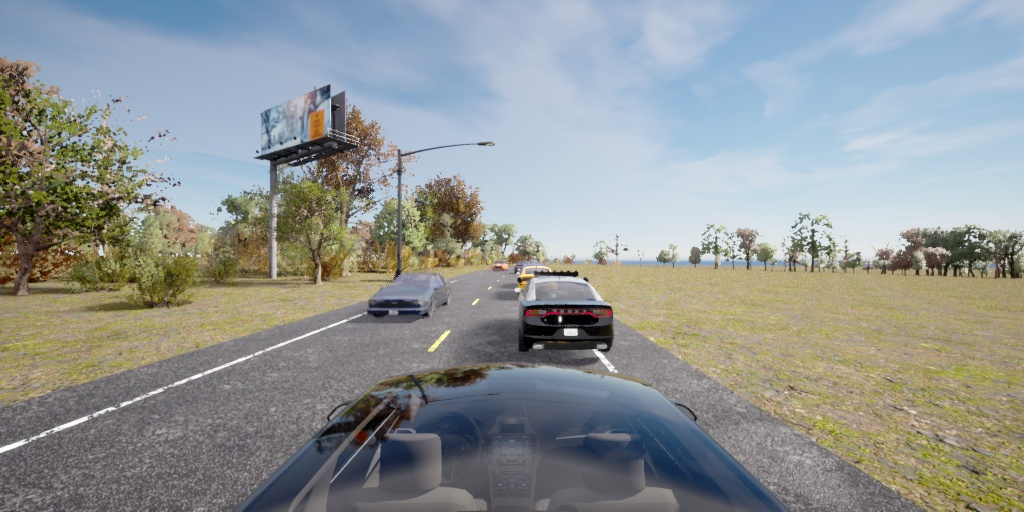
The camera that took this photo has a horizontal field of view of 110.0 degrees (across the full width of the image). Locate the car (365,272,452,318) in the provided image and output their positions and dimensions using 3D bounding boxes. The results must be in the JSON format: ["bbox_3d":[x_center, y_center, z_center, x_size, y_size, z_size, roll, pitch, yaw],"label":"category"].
[{"bbox_3d":[-3.484,1.317,13.313,2.033,1.411,5.357,0,0,1],"label":"car"}]

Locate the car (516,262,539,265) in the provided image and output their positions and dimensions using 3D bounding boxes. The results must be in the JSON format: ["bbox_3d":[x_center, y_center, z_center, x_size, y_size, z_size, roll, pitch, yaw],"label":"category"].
[{"bbox_3d":[1.263,1.267,18.934,1.882,1.535,5.008,0,0,1],"label":"car"}]

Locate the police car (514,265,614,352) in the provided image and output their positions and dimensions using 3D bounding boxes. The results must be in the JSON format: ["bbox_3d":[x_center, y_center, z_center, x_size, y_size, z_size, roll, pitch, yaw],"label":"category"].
[{"bbox_3d":[1.093,1.184,9.079,1.930,1.638,5.238,0,0,1],"label":"police car"}]

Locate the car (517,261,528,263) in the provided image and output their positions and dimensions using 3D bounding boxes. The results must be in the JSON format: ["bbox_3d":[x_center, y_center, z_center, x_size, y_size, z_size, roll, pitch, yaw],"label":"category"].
[{"bbox_3d":[1.425,1.295,24.912,1.882,1.535,5.008,0,0,2],"label":"car"}]

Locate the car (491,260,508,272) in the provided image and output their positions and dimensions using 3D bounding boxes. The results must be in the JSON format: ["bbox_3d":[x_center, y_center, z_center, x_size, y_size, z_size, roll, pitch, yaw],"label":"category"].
[{"bbox_3d":[-1.816,1.391,53.377,2.097,1.767,4.553,0,-1,4],"label":"car"}]

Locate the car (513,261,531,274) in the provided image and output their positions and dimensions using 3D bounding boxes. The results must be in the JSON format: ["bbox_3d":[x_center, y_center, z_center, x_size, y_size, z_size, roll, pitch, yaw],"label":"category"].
[{"bbox_3d":[1.328,1.466,45.881,2.128,1.511,4.902,0,0,4],"label":"car"}]
